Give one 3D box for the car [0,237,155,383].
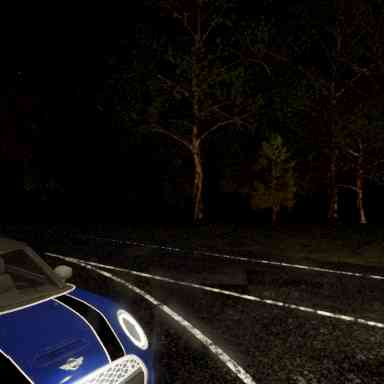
[{"bbox_3d":[-2.570,1.338,3.717,4.553,1.767,2.097,1,0,36],"label":"car"}]
